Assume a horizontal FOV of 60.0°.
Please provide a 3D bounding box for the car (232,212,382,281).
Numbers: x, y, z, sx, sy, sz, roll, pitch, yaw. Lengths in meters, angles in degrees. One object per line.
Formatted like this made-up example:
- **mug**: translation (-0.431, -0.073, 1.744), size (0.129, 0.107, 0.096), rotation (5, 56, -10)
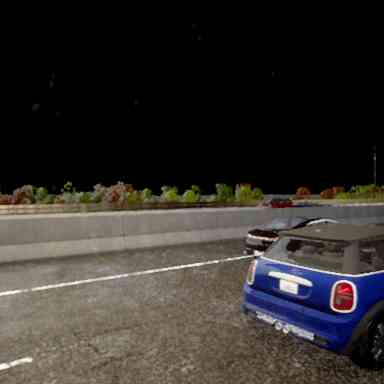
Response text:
- **car**: translation (3.844, 1.522, 10.755), size (4.902, 1.511, 2.128), rotation (0, 0, -35)

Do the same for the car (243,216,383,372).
- **car**: translation (3.103, 1.371, 5.942), size (4.553, 1.767, 2.097), rotation (0, 0, -35)

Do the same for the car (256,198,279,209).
- **car**: translation (9.117, 1.444, 36.178), size (4.553, 1.767, 2.097), rotation (0, 0, -35)

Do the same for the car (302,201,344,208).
- **car**: translation (12.407, 1.689, 29.931), size (4.718, 1.301, 1.895), rotation (0, 0, -35)

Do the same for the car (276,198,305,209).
- **car**: translation (11.303, 1.640, 33.438), size (5.357, 1.411, 2.033), rotation (0, 0, -35)
